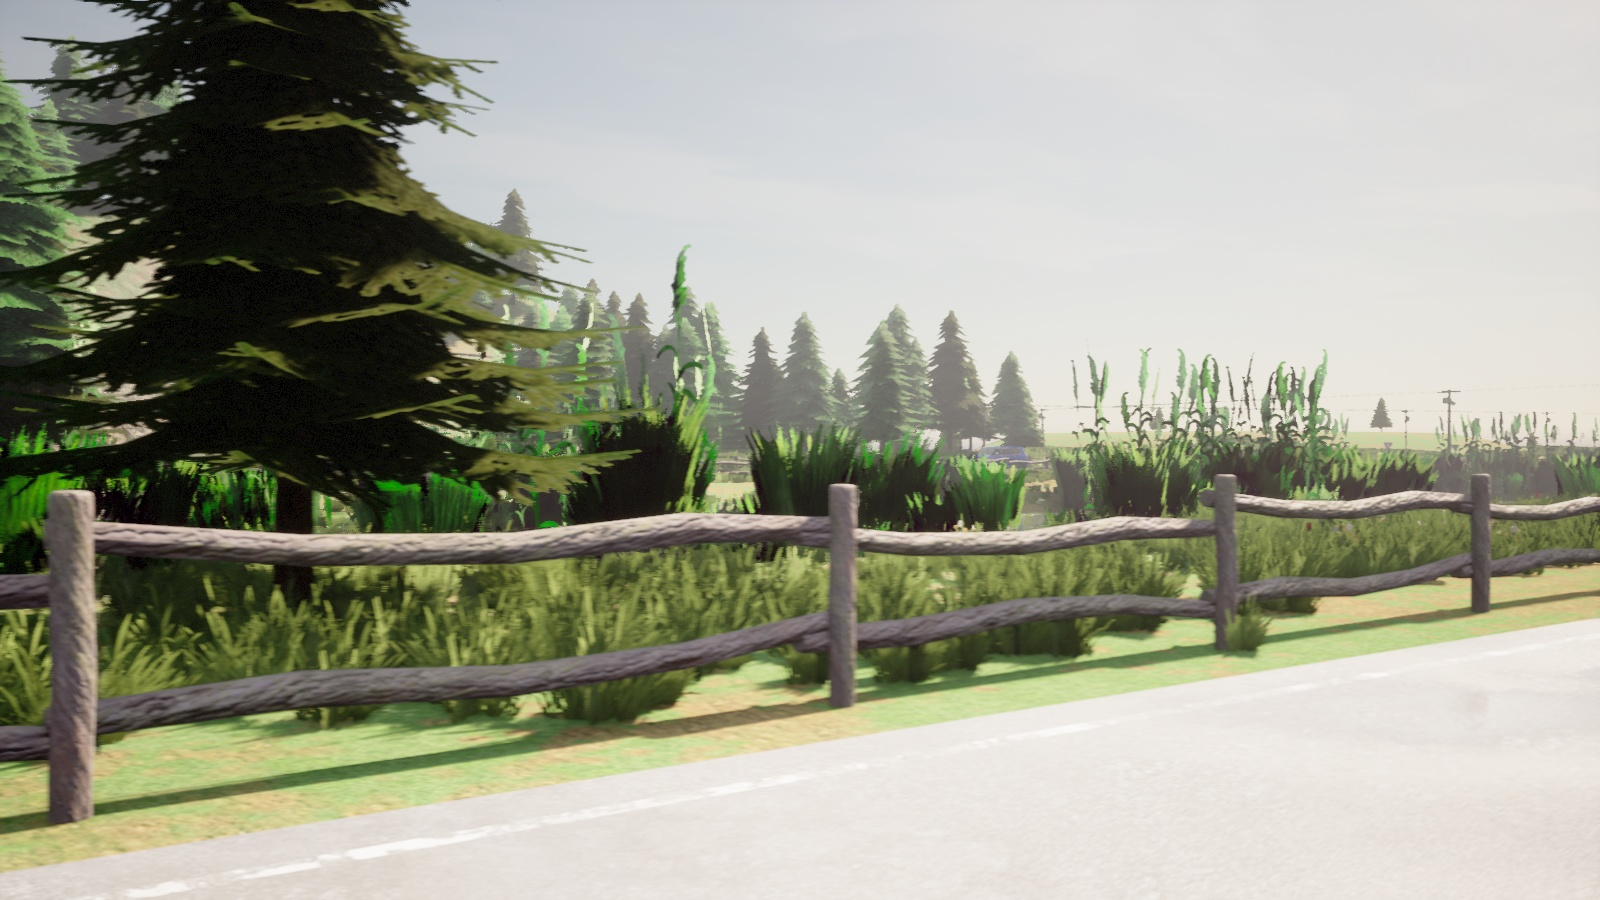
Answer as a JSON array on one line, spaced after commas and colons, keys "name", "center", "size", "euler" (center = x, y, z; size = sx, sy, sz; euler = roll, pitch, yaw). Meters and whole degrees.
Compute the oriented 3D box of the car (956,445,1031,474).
[{"name": "car", "center": [14.283, 0.689, 92.535], "size": [5.566, 2.045, 2.150], "euler": [0, 0, -35]}]
